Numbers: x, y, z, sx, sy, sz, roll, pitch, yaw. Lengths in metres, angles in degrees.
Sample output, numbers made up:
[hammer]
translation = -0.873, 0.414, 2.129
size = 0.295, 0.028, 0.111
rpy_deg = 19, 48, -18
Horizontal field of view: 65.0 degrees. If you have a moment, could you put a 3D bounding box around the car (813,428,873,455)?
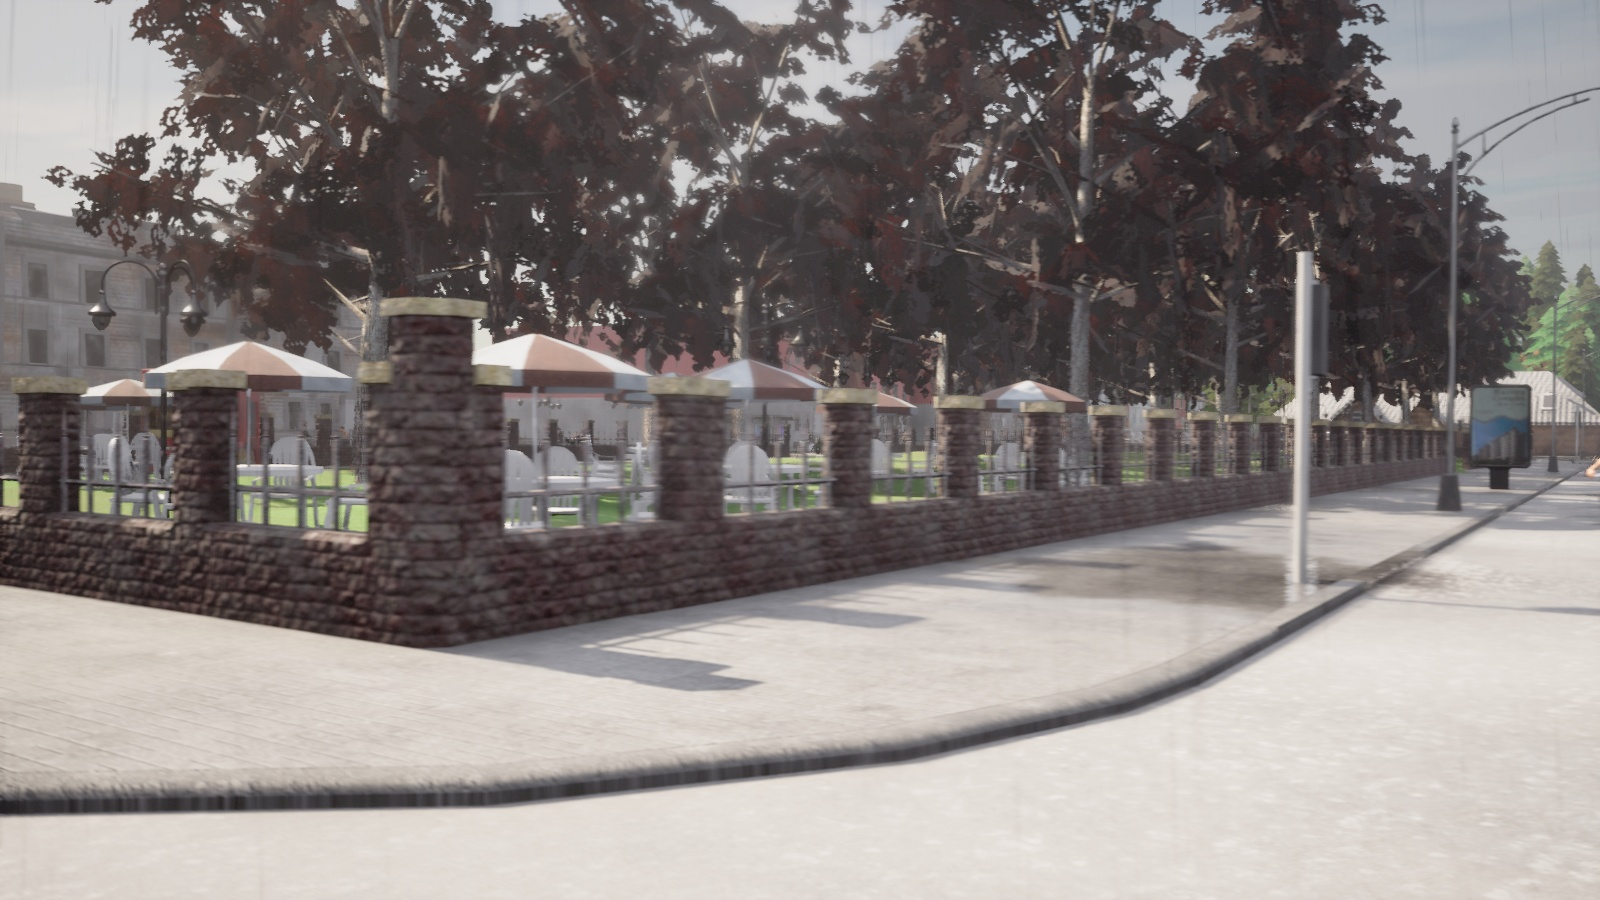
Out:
[car]
translation = 2.989, -0.616, 86.384
size = 2.097, 1.767, 4.553
rpy_deg = 0, 1, 34

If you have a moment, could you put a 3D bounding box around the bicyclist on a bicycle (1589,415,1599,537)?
[bicyclist on a bicycle]
translation = 11.248, 0.333, 17.095
size = 0.866, 1.612, 1.509
rpy_deg = 0, 1, 32
